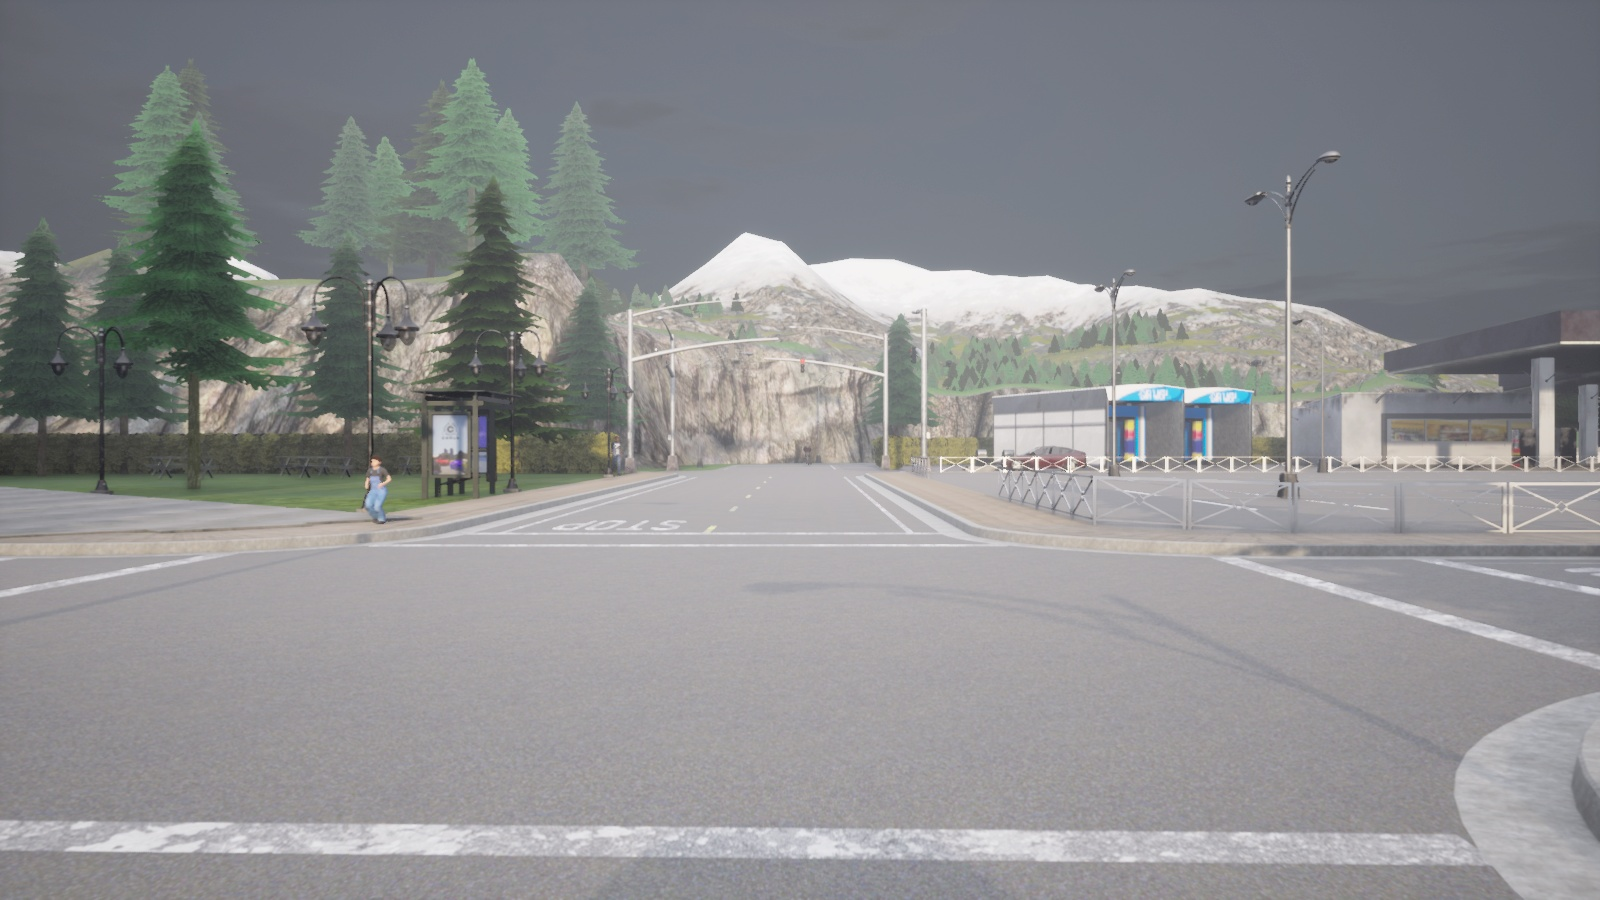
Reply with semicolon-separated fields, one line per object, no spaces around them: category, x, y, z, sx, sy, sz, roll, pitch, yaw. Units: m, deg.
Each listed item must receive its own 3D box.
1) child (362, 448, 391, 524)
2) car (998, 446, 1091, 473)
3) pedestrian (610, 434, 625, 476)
child;-7.169;0.603;21.263;0.270;1.263;0.437;0;0;15
car;13.656;0.516;70.299;4.792;1.488;2.163;0;0;1
pedestrian;-8.070;0.205;55.499;0.354;1.836;0.706;0;0;-38
